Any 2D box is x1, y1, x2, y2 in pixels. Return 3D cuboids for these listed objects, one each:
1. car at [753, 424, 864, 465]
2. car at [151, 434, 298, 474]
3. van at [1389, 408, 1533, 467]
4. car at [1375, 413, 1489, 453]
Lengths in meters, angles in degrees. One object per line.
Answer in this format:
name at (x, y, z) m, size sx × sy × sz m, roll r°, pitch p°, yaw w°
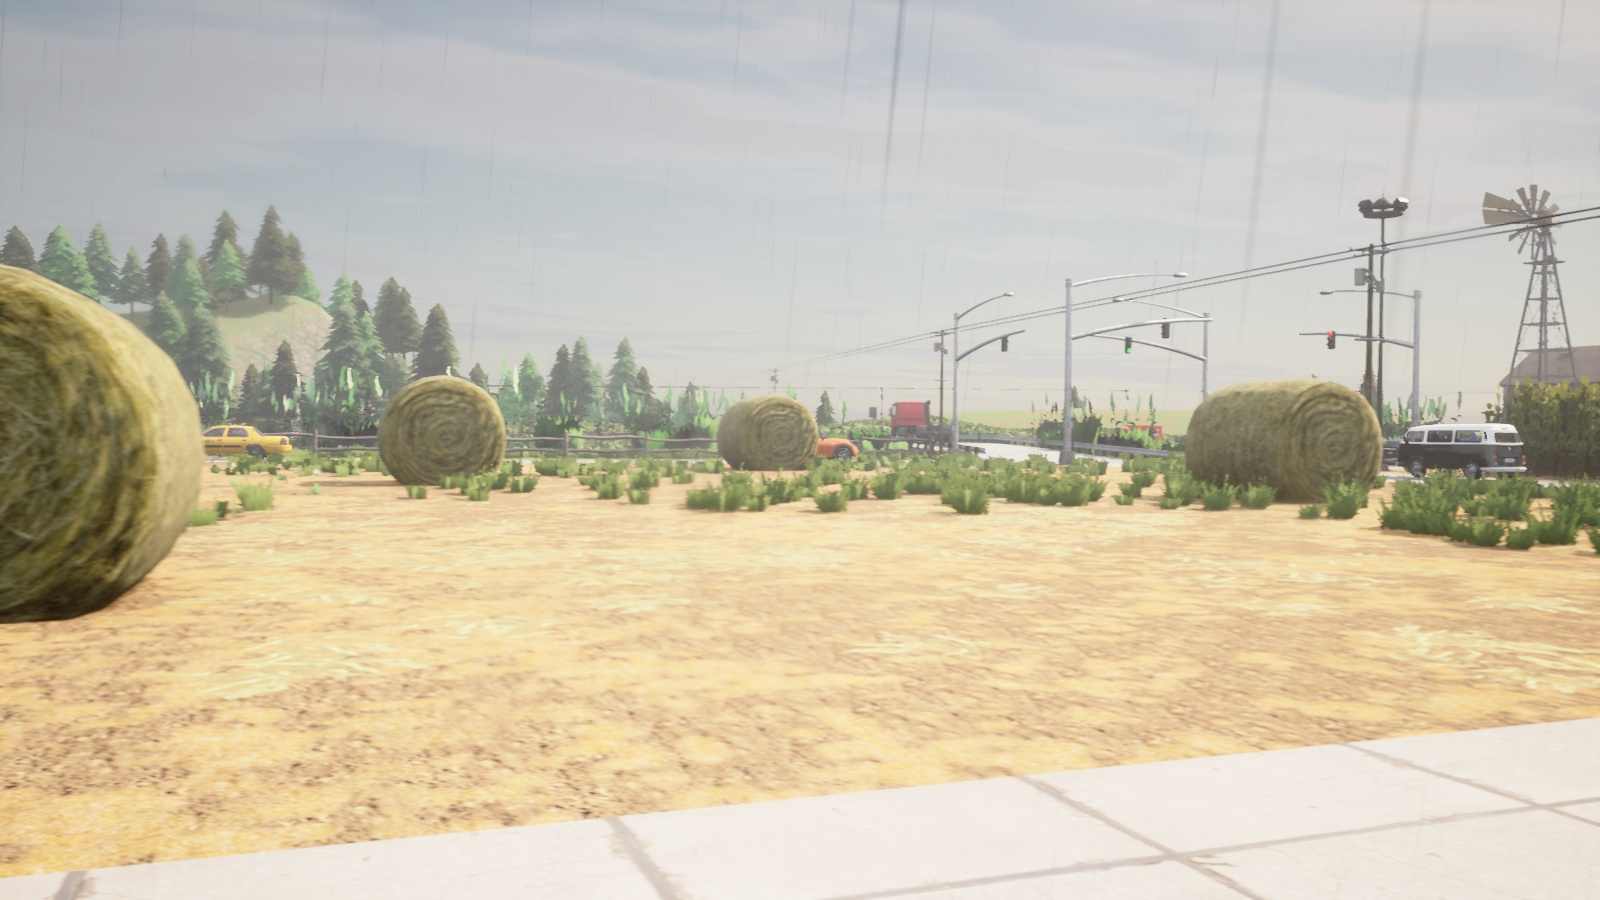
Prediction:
car at (0.355, -0.271, 56.272) m, size 4.553 × 1.767 × 2.097 m, roll -1°, pitch 1°, yaw -17°
car at (-23.978, 0.134, 52.509) m, size 5.366 × 1.575 × 1.801 m, roll -1°, pitch 1°, yaw -17°
van at (24.261, -0.467, 46.267) m, size 2.069 × 2.038 × 4.480 m, roll -1°, pitch 1°, yaw -20°
car at (33.523, -0.903, 66.640) m, size 5.566 × 2.045 × 2.150 m, roll -1°, pitch 1°, yaw -20°
